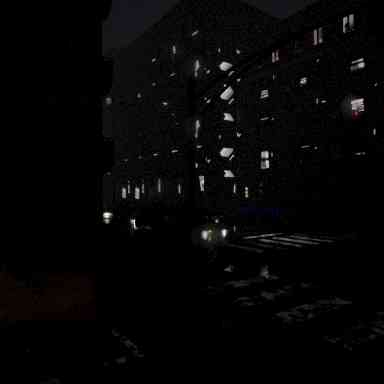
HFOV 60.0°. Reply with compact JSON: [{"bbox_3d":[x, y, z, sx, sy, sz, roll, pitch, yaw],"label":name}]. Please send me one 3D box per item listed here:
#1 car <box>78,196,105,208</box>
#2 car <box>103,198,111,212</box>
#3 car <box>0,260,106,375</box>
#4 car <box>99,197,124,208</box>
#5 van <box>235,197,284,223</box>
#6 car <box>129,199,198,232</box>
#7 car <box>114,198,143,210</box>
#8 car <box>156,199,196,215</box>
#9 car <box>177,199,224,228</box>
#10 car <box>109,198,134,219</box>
[{"bbox_3d":[-14.256,1.429,47.008,2.128,1.511,4.902,-1,0,-36],"label":"car"},{"bbox_3d":[-11.331,1.439,37.613,1.882,1.535,5.008,-1,0,-36],"label":"car"},{"bbox_3d":[-3.549,1.525,4.036,4.829,1.417,1.752,0,0,-35],"label":"car"},{"bbox_3d":[-11.611,1.463,47.864,1.887,1.381,4.507,-1,0,-36],"label":"car"},{"bbox_3d":[4.982,1.280,24.930,1.690,1.788,3.998,0,0,-36],"label":"van"},{"bbox_3d":[-1.818,1.441,20.033,1.967,1.590,4.097,0,0,-36],"label":"car"},{"bbox_3d":[-8.293,1.463,43.277,1.887,1.381,4.507,-1,0,-36],"label":"car"},{"bbox_3d":[-1.755,1.450,34.242,1.752,1.417,4.829,0,0,-36],"label":"car"},{"bbox_3d":[0.050,1.473,21.866,2.128,1.511,4.902,-1,0,-36],"label":"car"},{"bbox_3d":[-5.343,1.532,29.314,1.994,1.385,4.181,-1,0,-37],"label":"car"}]
